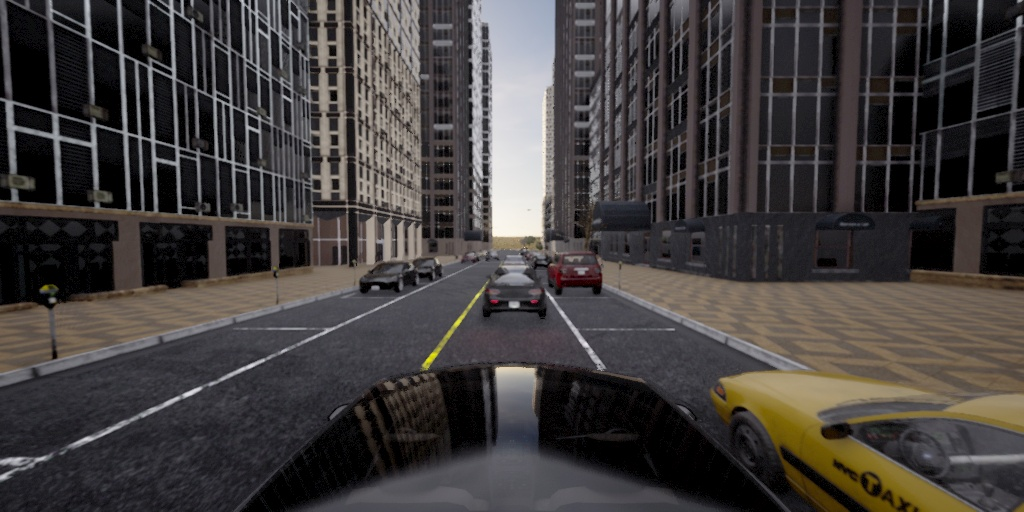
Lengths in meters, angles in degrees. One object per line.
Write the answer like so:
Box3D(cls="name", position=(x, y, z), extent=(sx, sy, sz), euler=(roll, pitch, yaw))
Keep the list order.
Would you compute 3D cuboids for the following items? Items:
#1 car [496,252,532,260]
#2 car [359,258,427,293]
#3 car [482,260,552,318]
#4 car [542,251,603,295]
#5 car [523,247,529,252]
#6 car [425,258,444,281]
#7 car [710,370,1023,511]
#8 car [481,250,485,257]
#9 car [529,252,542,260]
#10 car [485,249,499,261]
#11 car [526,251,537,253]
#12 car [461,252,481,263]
Box3D(cls="car", position=(0.168, 0.675, 26.286), extent=(2.033, 1.411, 5.357), euler=(0, 1, 1))
Box3D(cls="car", position=(-5.748, 0.921, 17.329), extent=(1.948, 1.339, 4.313), euler=(0, 0, 0))
Box3D(cls="car", position=(0.099, 1.027, 11.576), extent=(1.812, 1.442, 4.674), euler=(0, 2, 1))
Box3D(cls="car", position=(2.807, 0.687, 16.736), extent=(2.192, 1.841, 5.009), euler=(0, 0, 0))
Box3D(cls="car", position=(2.946, -0.070, 51.257), extent=(1.967, 1.591, 4.097), euler=(0, 0, 0))
Box3D(cls="car", position=(-5.549, 0.777, 23.001), extent=(1.948, 1.339, 4.313), euler=(0, 0, 0))
Box3D(cls="car", position=(2.819, 1.281, 1.659), extent=(1.751, 1.417, 4.829), euler=(0, 0, 0))
Box3D(cls="car", position=(-5.401, 0.051, 51.360), extent=(1.948, 1.339, 4.313), euler=(0, 0, 0))
Box3D(cls="car", position=(2.858, 0.492, 34.240), extent=(1.948, 1.339, 4.313), euler=(0, 0, 0))
Box3D(cls="car", position=(-2.819, -0.008, 52.108), extent=(1.812, 1.442, 4.674), euler=(0, 2, 1))
Box3D(cls="car", position=(2.888, 0.332, 39.912), extent=(2.007, 1.370, 4.403), euler=(0, 0, 0))
Box3D(cls="car", position=(-5.431, 0.213, 45.688), extent=(1.802, 1.307, 4.207), euler=(0, 0, 0))
